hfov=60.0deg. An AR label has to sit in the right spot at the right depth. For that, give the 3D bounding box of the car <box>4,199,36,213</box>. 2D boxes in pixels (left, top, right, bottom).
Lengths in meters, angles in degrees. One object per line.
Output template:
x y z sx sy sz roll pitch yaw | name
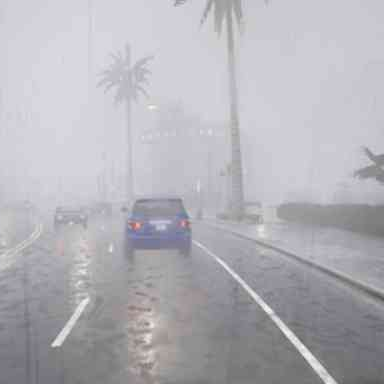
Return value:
-18.215 1.398 35.146 4.181 1.385 1.994 0 0 43 | car

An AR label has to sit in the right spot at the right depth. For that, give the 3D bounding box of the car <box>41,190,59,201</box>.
-29.515 0.919 67.275 4.553 1.767 2.185 0 0 25 | car

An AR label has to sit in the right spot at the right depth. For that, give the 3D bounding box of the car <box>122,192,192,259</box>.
-1.452 1.143 12.593 2.150 2.045 5.566 0 0 -11 | car

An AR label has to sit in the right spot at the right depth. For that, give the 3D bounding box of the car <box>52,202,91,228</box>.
-7.879 1.489 21.237 1.895 1.301 4.718 0 0 -24 | car

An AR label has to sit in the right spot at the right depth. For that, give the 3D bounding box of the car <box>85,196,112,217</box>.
-8.581 1.343 29.372 1.837 1.490 4.892 0 0 -33 | car
